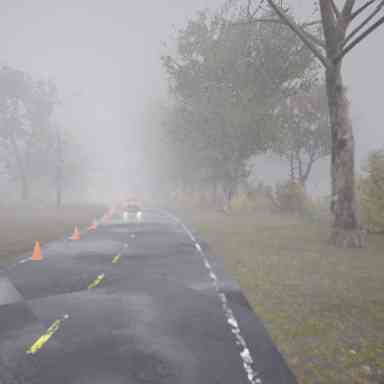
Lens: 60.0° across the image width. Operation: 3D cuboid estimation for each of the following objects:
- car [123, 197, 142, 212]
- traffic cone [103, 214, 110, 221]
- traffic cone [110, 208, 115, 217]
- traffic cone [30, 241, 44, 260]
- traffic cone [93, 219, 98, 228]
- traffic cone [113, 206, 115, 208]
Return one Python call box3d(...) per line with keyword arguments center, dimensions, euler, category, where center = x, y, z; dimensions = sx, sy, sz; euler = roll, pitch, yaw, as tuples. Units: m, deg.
box3d(center=(-7.197, 1.417, 40.125), dimensions=(2.097, 1.767, 4.553), euler=(0, 0, -13), category="car")
box3d(center=(-6.820, 2.003, 26.074), dimensions=(0.340, 0.580, 0.340), euler=(0, 0, -8), category="traffic cone")
box3d(center=(-7.585, 2.011, 30.944), dimensions=(0.340, 0.580, 0.340), euler=(0, 0, -10), category="traffic cone")
box3d(center=(-5.286, 1.982, 11.367), dimensions=(0.340, 0.580, 0.340), euler=(0, 0, -4), category="traffic cone")
box3d(center=(-6.182, 1.996, 21.185), dimensions=(0.340, 0.580, 0.340), euler=(0, 0, -7), category="traffic cone")
box3d(center=(-8.474, 2.018, 35.793), dimensions=(0.340, 0.580, 0.340), euler=(0, 0, -11), category="traffic cone")
